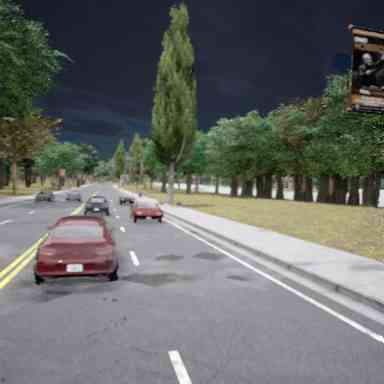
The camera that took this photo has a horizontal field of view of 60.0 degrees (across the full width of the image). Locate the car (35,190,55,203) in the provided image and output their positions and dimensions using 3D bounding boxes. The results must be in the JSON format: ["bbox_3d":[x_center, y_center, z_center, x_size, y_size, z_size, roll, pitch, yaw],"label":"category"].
[{"bbox_3d":[-18.493,0.543,42.008,1.837,1.490,4.892,1,1,-14],"label":"car"}]

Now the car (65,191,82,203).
[{"bbox_3d":[-15.803,0.611,44.572,1.812,1.442,4.674,1,1,-14],"label":"car"}]

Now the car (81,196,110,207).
[{"bbox_3d":[-7.457,1.051,26.239,1.812,1.442,4.674,1,1,-15],"label":"car"}]

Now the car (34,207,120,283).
[{"bbox_3d":[-2.994,1.362,9.092,1.812,1.442,4.674,1,1,-15],"label":"car"}]

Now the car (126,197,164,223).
[{"bbox_3d":[-3.195,1.287,22.621,1.895,1.301,4.718,1,1,-14],"label":"car"}]

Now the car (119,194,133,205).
[{"bbox_3d":[-8.325,0.928,42.329,1.895,1.301,4.718,1,1,-15],"label":"car"}]
